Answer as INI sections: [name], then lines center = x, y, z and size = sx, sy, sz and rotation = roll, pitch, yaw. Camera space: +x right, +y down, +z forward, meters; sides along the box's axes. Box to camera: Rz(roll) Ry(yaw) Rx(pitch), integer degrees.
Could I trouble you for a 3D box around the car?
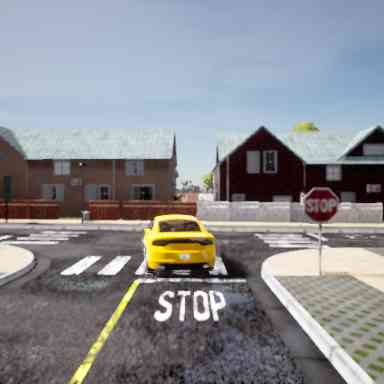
[car]
center = -0.604, 1.477, 10.899
size = 1.882, 1.535, 5.008
rotation = 0, 0, -10
